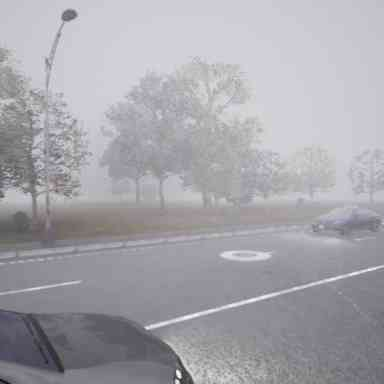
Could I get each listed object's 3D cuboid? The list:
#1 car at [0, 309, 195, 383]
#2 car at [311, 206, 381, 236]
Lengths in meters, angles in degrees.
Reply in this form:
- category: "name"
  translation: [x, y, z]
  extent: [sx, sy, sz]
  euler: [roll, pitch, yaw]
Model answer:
- category: "car"
  translation: [-1.983, 1.563, 2.324]
  extent: [4.181, 1.385, 1.994]
  euler: [0, 0, -35]
- category: "car"
  translation: [8.579, 1.520, 18.337]
  extent: [4.674, 1.442, 1.812]
  euler: [0, 0, -33]
